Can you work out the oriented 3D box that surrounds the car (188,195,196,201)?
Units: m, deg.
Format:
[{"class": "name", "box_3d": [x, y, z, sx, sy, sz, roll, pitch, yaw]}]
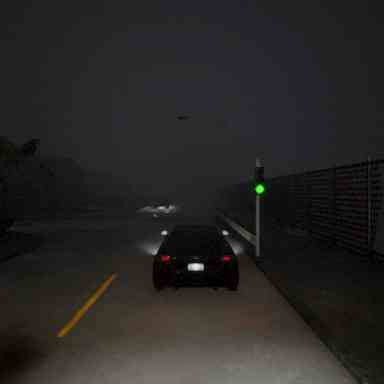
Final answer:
[{"class": "car", "box_3d": [-0.039, 1.434, 79.760, 1.812, 1.442, 4.674, 0, 0, 0]}]

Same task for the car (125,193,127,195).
[{"class": "car", "box_3d": [-17.317, 1.043, 79.793, 3.633, 1.501, 1.845, 0, 0, 0]}]

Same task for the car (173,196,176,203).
[{"class": "car", "box_3d": [-4.091, 1.429, 55.094, 2.128, 1.511, 4.902, 0, 0, 0]}]

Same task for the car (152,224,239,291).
[{"class": "car", "box_3d": [0.084, 1.553, 9.041, 1.994, 1.385, 4.181, 0, 0, 0]}]

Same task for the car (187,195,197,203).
[{"class": "car", "box_3d": [-0.033, 1.445, 69.519, 1.812, 1.442, 4.674, 0, 0, 0]}]

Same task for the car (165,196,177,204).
[{"class": "car", "box_3d": [-4.031, 1.473, 65.403, 2.033, 1.411, 5.357, 0, 0, 0]}]

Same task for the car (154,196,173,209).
[{"class": "car", "box_3d": [-4.115, 1.425, 45.829, 1.882, 1.535, 5.008, 0, 0, 0]}]
